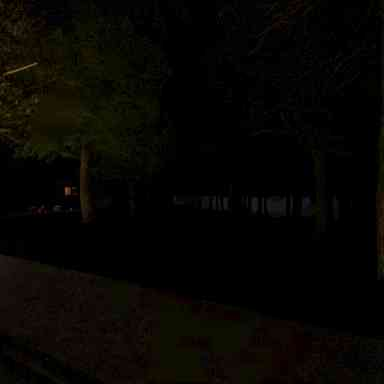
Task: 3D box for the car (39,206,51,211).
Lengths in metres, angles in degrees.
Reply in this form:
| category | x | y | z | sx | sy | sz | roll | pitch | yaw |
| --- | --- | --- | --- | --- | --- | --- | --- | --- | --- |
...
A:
| category | x | y | z | sx | sy | sz | roll | pitch | yaw |
| --- | --- | --- | --- | --- | --- | --- | --- | --- | --- |
| car | -38.385 | 4.274 | 86.995 | 1.994 | 1.385 | 4.181 | 0 | -2 | -9 |

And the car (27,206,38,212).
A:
| category | x | y | z | sx | sy | sz | roll | pitch | yaw |
| --- | --- | --- | --- | --- | --- | --- | --- | --- | --- |
| car | -36.733 | 3.911 | 77.090 | 1.837 | 1.490 | 4.892 | 0 | -2 | -9 |

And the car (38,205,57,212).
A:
| category | x | y | z | sx | sy | sz | roll | pitch | yaw |
| --- | --- | --- | --- | --- | --- | --- | --- | --- | --- |
| car | -33.465 | 3.886 | 77.248 | 1.837 | 1.490 | 4.892 | 0 | -2 | -9 |

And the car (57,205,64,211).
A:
| category | x | y | z | sx | sy | sz | roll | pitch | yaw |
| --- | --- | --- | --- | --- | --- | --- | --- | --- | --- |
| car | -35.179 | 4.238 | 87.531 | 2.128 | 1.511 | 4.902 | 0 | -2 | -9 |
